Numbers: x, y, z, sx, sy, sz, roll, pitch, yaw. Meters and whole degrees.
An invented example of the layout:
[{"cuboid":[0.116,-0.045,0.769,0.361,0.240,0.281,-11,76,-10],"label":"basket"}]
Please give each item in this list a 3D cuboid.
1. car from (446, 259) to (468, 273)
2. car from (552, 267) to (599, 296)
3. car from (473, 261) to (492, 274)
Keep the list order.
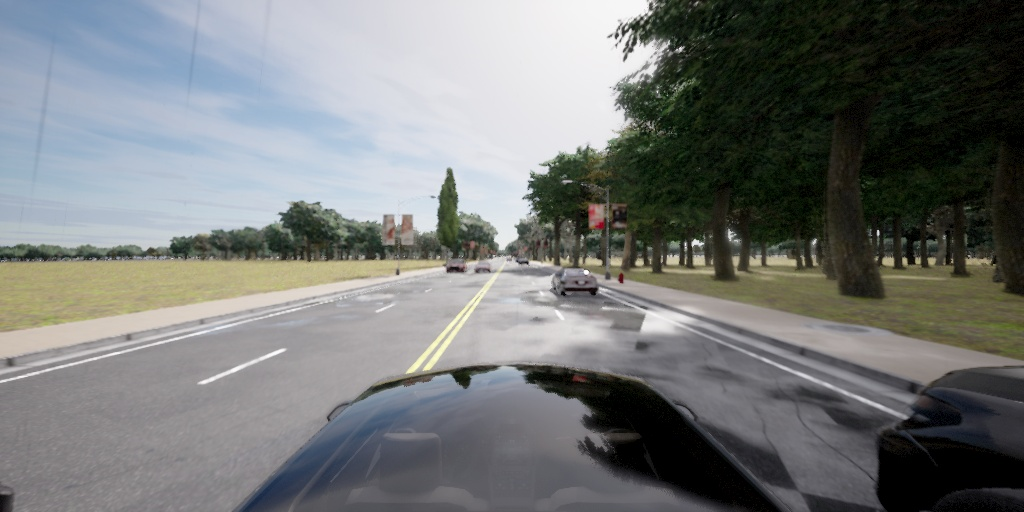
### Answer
[{"cuboid":[-6.675,1.148,43.523,2.097,1.767,4.553,0,0,0],"label":"car"},{"cuboid":[3.331,1.317,19.678,2.033,1.411,5.357,0,0,0],"label":"car"},{"cuboid":[-3.423,1.321,42.846,1.812,1.442,4.674,0,0,0],"label":"car"}]
